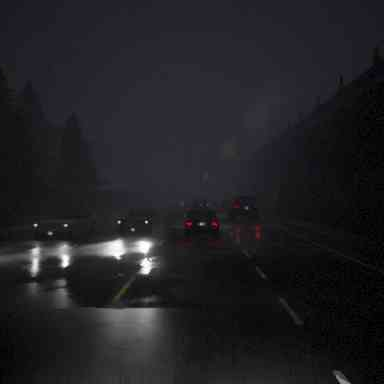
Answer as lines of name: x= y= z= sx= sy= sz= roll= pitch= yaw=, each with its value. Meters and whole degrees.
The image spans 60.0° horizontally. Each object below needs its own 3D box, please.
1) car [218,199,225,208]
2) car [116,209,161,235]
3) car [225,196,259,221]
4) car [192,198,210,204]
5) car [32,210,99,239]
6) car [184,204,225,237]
car: x=4.681 y=1.689 z=44.467 sx=1.837 sy=1.490 sz=4.892 roll=0 pitch=0 yaw=1
car: x=-3.043 y=1.671 z=19.589 sx=1.895 sy=1.301 sz=4.718 roll=0 pitch=0 yaw=1
car: x=4.275 y=1.341 z=28.241 sx=2.150 sy=2.045 sz=5.566 roll=0 pitch=0 yaw=1
car: x=1.043 y=1.507 z=38.990 sx=2.097 sy=1.767 sz=4.553 roll=0 pitch=0 yaw=2
car: x=-6.604 y=1.656 z=17.841 sx=1.895 sy=1.301 sz=4.718 roll=0 pitch=0 yaw=2
car: x=0.534 y=1.622 z=18.644 sx=2.033 sy=1.411 sz=5.357 roll=0 pitch=0 yaw=1
